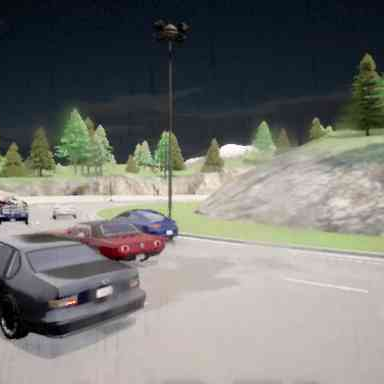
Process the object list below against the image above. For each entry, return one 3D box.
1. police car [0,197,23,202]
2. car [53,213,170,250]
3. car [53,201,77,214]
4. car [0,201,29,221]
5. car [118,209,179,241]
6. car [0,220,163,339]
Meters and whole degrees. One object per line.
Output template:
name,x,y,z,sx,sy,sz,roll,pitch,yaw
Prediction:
police car,-24.095,1.460,44.611,2.038,1.542,4.974,0,0,2
car,-3.146,1.593,11.104,4.718,1.301,1.895,0,0,42
car,-11.330,1.502,29.683,1.812,1.442,4.674,0,0,-20
car,-12.846,1.579,24.089,1.895,1.301,4.718,0,0,-26
car,-2.566,1.516,15.431,4.674,1.442,1.812,0,0,45
car,-3.268,1.542,6.578,5.357,1.411,2.033,0,0,39
